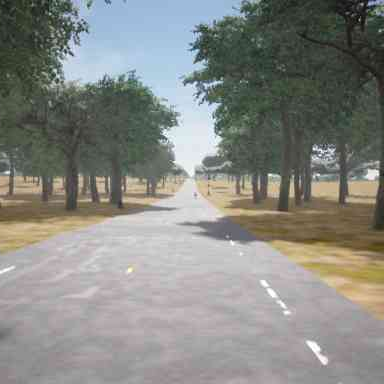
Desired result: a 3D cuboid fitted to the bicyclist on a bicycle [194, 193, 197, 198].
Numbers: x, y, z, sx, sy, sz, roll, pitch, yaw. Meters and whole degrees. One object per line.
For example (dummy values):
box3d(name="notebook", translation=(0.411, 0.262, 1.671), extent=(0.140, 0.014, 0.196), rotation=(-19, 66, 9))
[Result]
box3d(name="bicyclist on a bicycle", translation=(0.990, 0.951, 90.072), extent=(0.866, 1.612, 1.509), rotation=(2, 2, 0))
